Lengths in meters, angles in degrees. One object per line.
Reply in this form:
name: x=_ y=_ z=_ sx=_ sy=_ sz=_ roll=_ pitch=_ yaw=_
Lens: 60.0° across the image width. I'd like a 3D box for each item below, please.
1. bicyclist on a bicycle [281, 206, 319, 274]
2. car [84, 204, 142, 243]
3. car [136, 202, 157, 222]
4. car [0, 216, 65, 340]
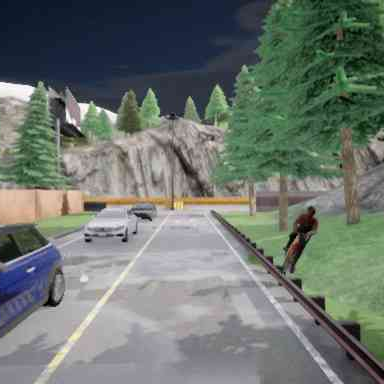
bicyclist on a bicycle: x=2.437 y=1.104 z=7.554 sx=0.582 sy=1.620 sz=1.656 roll=24 pitch=2 yaw=25
car: x=-3.794 y=1.514 z=16.260 sx=1.812 sy=1.442 sz=4.674 roll=0 pitch=0 yaw=-1
car: x=-3.860 y=1.527 z=26.679 sx=2.033 sy=1.411 sz=5.357 roll=0 pitch=0 yaw=-1
car: x=-3.652 y=1.348 z=4.953 sx=2.097 sy=1.767 sz=4.553 roll=0 pitch=0 yaw=-1
